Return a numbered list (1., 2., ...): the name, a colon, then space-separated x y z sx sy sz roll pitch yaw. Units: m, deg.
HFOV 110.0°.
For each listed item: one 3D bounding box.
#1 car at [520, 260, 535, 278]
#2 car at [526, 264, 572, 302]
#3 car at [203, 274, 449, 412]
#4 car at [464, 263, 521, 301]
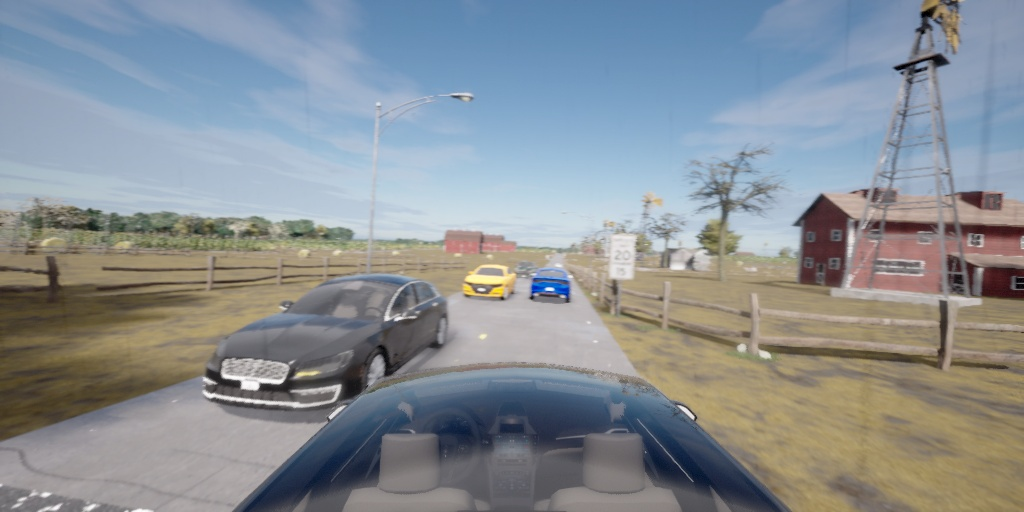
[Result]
1. car: 1.426 1.301 35.038 2.097 1.767 4.553 3 0 8
2. car: 2.025 1.369 18.448 1.882 1.535 5.008 3 0 8
3. car: -2.448 1.104 6.125 1.837 1.490 4.892 3 0 6
4. car: -0.951 1.188 17.647 1.882 1.535 5.008 3 0 8
